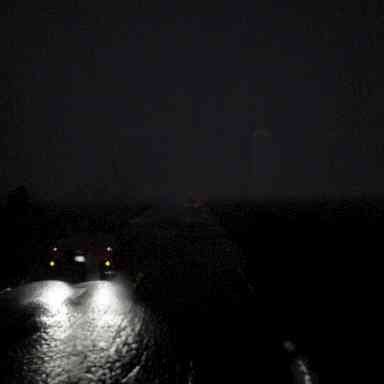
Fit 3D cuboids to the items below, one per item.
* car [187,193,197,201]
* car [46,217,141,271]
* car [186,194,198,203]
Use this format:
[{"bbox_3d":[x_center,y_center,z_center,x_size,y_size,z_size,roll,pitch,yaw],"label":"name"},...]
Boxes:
[{"bbox_3d":[-0.015,1.036,67.134,1.882,1.535,5.008,0,0,0],"label":"car"},{"bbox_3d":[-2.838,1.486,10.414,1.994,1.385,4.181,0,0,0],"label":"car"},{"bbox_3d":[-0.013,1.096,56.710,1.882,1.535,5.008,0,0,0],"label":"car"}]
